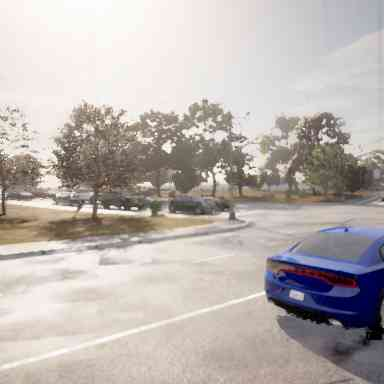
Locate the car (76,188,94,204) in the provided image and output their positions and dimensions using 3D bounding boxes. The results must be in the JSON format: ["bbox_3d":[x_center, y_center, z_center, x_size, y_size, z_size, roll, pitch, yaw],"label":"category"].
[{"bbox_3d":[-13.657,0.468,44.869,5.566,2.045,2.150,2,3,37],"label":"car"}]

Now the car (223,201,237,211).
[{"bbox_3d":[2.044,1.194,32.978,4.718,1.301,1.895,0,2,37],"label":"car"}]

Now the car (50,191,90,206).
[{"bbox_3d":[-15.440,0.966,41.847,4.718,1.301,1.895,2,3,37],"label":"car"}]

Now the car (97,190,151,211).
[{"bbox_3d":[-7.450,0.836,35.768,5.566,2.045,2.150,1,2,37],"label":"car"}]

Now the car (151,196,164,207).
[{"bbox_3d":[-5.204,1.114,38.467,4.718,1.301,1.895,1,2,37],"label":"car"}]

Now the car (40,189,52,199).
[{"bbox_3d":[-23.156,0.261,52.148,5.008,1.535,1.882,3,4,38],"label":"car"}]

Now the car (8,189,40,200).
[{"bbox_3d":[-25.415,0.428,49.474,5.357,1.411,2.033,3,3,38],"label":"car"}]

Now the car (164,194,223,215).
[{"bbox_3d":[0.076,1.050,30.061,4.553,1.767,2.097,0,2,37],"label":"car"}]

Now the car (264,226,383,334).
[{"bbox_3d":[3.585,1.443,6.836,5.008,1.535,1.882,-1,1,-39],"label":"car"}]

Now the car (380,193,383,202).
[{"bbox_3d":[24.213,0.454,40.270,1.812,1.442,4.674,-1,1,36],"label":"car"}]
